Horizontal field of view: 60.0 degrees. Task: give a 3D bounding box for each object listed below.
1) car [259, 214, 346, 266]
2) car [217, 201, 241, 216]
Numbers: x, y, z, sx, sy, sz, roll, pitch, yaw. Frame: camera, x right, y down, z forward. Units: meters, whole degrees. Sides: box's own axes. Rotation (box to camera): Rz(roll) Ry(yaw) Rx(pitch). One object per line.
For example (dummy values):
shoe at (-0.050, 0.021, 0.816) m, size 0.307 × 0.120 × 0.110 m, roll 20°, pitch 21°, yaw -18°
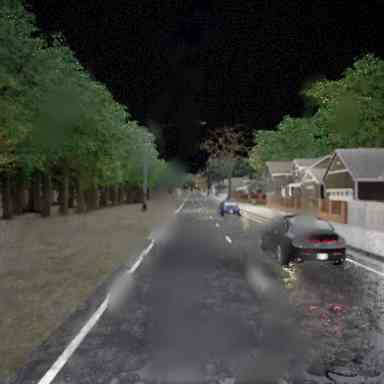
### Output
car at (3.611, 1.539, 11.634) m, size 1.837 × 1.490 × 4.892 m, roll 0°, pitch 0°, yaw 0°
car at (3.628, 1.604, 32.997) m, size 1.812 × 1.442 × 4.674 m, roll 0°, pitch 0°, yaw 0°
